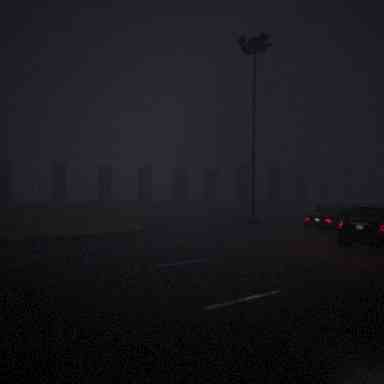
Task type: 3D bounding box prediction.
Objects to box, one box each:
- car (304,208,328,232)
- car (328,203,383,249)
[{"bbox_3d":[8.374,1.430,17.628,5.357,1.411,2.033,0,1,-29],"label":"car"},{"bbox_3d":[7.795,1.276,12.950,4.553,1.767,2.097,0,1,-31],"label":"car"}]
